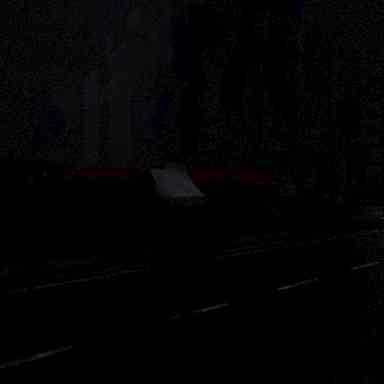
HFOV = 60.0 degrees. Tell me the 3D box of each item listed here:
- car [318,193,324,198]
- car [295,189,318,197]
[{"bbox_3d":[22.329,0.388,61.468,1.905,1.878,3.866,-1,1,-36],"label":"car"},{"bbox_3d":[19.937,0.428,59.756,1.905,1.878,3.866,-1,1,-36],"label":"car"}]
